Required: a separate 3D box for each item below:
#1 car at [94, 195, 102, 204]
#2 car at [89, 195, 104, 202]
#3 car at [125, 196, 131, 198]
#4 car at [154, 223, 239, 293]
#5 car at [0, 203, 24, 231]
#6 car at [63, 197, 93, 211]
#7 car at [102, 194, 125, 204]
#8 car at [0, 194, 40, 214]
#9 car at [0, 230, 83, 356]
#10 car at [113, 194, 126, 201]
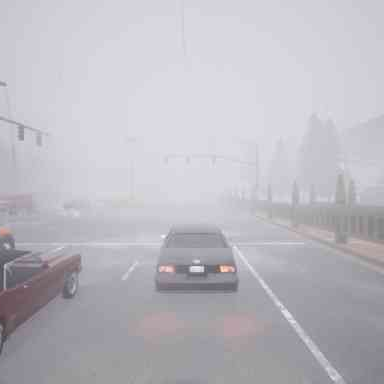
[{"bbox_3d":[-17.580,1.478,65.351,1.882,1.535,5.008,0,0,0],"label":"car"},{"bbox_3d":[-21.071,1.478,73.797,1.882,1.535,5.008,0,0,0],"label":"car"},{"bbox_3d":[-14.070,1.595,73.357,1.895,1.301,4.718,0,0,0],"label":"car"},{"bbox_3d":[0.091,1.547,8.974,2.033,1.411,5.357,0,0,0],"label":"car"},{"bbox_3d":[-6.909,1.352,9.183,2.097,1.767,4.553,0,0,0],"label":"car"},{"bbox_3d":[-14.140,1.601,40.862,1.895,1.301,4.718,0,0,0],"label":"car"},{"bbox_3d":[-14.118,1.547,60.012,2.033,1.411,5.357,0,0,0],"label":"car"},{"bbox_3d":[-17.631,1.222,32.776,2.150,2.045,5.566,0,0,0],"label":"car"},{"bbox_3d":[-3.405,1.601,5.519,1.895,1.301,4.718,0,0,0],"label":"car"},{"bbox_3d":[-17.577,1.342,80.530,2.097,1.767,4.553,0,0,0],"label":"car"}]
